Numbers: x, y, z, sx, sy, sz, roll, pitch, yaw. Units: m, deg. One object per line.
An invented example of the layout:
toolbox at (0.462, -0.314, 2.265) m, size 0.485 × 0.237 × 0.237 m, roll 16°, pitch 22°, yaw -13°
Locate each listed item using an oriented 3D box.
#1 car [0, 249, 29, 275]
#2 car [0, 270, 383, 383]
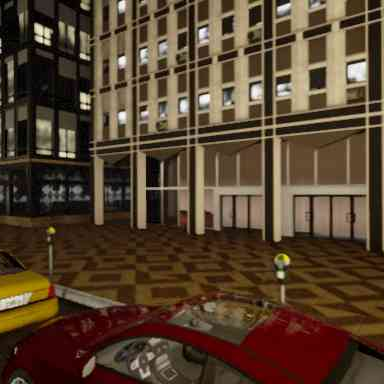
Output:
car at (-4.376, 1.494, 6.006) m, size 4.829 × 1.417 × 1.752 m, roll 0°, pitch 0°, yaw 36°
car at (0.086, 1.576, 2.821) m, size 4.206 × 1.307 × 1.802 m, roll 0°, pitch 0°, yaw 36°
